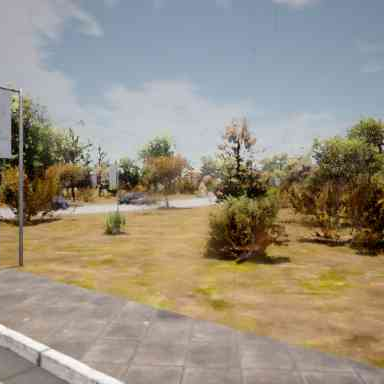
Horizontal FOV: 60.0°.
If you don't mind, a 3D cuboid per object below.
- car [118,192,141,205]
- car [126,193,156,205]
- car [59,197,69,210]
[{"bbox_3d":[-9.838,1.084,55.379,2.150,2.045,5.566,0,1,39],"label":"car"},{"bbox_3d":[-7.644,1.398,52.530,1.812,1.442,4.674,0,1,39],"label":"car"},{"bbox_3d":[-17.432,1.346,40.330,2.097,1.767,4.553,0,0,39],"label":"car"}]
